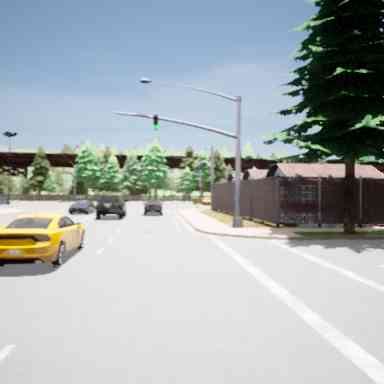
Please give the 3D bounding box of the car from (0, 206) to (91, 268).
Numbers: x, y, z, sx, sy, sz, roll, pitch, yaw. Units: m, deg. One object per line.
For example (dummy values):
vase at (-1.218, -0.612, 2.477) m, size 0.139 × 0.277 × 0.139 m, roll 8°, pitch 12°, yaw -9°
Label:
car at (-4.980, 1.453, 11.290) m, size 1.882 × 1.535 × 5.008 m, roll 1°, pitch 0°, yaw -6°

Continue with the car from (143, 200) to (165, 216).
car at (-3.837, 1.525, 33.153) m, size 1.837 × 1.490 × 4.892 m, roll 1°, pitch 0°, yaw -6°

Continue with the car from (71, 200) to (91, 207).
car at (-11.095, 1.506, 33.923) m, size 2.033 × 1.411 × 5.357 m, roll 1°, pitch 0°, yaw -6°

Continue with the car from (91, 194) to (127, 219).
car at (-6.885, 1.209, 28.718) m, size 2.150 × 2.045 × 5.566 m, roll 1°, pitch 0°, yaw -6°
